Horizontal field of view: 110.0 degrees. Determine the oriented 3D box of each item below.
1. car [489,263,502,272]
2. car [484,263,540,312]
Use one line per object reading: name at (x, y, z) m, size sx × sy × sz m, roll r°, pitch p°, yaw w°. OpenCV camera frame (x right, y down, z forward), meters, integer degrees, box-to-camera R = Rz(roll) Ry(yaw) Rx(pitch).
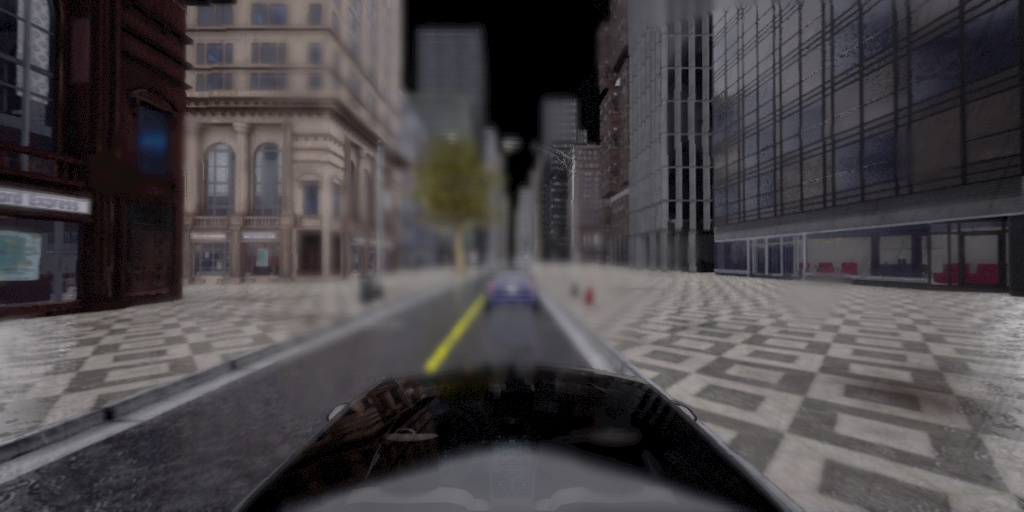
car at (-3.012, 1.999, 65.207) m, size 2.128 × 1.511 × 4.902 m, roll 0°, pitch -1°, yaw 1°
car at (0.025, 1.251, 15.258) m, size 2.097 × 1.767 × 4.553 m, roll 0°, pitch -1°, yaw 0°
